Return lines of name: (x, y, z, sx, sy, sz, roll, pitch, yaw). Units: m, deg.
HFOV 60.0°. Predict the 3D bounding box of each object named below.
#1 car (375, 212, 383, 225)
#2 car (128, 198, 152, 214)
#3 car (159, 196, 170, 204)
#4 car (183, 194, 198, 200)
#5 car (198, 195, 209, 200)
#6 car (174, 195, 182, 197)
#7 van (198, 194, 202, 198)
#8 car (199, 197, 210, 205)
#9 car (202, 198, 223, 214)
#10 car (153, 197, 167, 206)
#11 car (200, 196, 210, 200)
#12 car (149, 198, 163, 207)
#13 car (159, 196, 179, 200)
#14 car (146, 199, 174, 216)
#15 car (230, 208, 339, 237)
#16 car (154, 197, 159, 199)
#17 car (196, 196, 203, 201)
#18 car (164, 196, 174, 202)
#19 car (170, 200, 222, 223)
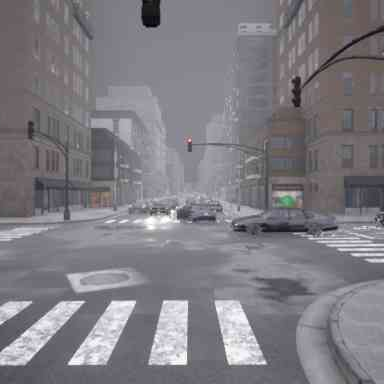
car: (13.990, 1.450, 20.650, 4.892, 1.490, 1.837, -1, 0, 0)
car: (-5.665, 1.478, 36.152, 1.967, 1.590, 4.097, 0, 0, 0)
car: (-5.604, 1.548, 69.216, 1.967, 1.590, 4.097, 0, 0, 0)
car: (-0.226, 1.657, 63.704, 1.994, 1.385, 4.181, 0, 0, 0)
car: (2.390, 1.634, 52.669, 1.947, 1.339, 4.313, 0, 0, 0)
car: (-3.085, 1.634, 53.452, 1.994, 1.385, 4.181, 0, 0, 0)
van: (2.400, 1.421, 58.180, 1.690, 1.788, 3.998, 0, 0, 0)
car: (2.410, 1.644, 63.691, 2.008, 1.369, 4.403, 0, 0, 0)
car: (2.359, 1.604, 36.136, 1.947, 1.339, 4.313, 0, 0, 0)
car: (-5.625, 1.631, 58.194, 2.008, 1.369, 4.403, 0, 0, 0)
car: (2.380, 1.639, 47.159, 1.802, 1.307, 4.206, 0, 0, 0)
car: (-5.635, 1.650, 52.684, 1.802, 1.307, 4.206, 0, 0, 0)
car: (-3.110, 1.614, 43.493, 1.994, 1.385, 4.181, 0, 0, 1)
car: (-3.133, 1.635, 33.515, 1.895, 1.301, 4.718, 0, 0, 0)
car: (4.747, 1.530, 17.375, 5.357, 1.411, 2.033, 0, 0, 0)
car: (-5.655, 1.487, 41.663, 1.967, 1.590, 4.097, 0, 0, 0)
car: (2.050, 1.693, 90.105, 1.812, 1.442, 4.674, 0, 0, 0)
car: (-5.584, 1.690, 80.237, 2.008, 1.369, 4.403, 0, 0, 0)
car: (0.233, 1.586, 25.864, 1.994, 1.385, 4.181, 0, 0, -25)
